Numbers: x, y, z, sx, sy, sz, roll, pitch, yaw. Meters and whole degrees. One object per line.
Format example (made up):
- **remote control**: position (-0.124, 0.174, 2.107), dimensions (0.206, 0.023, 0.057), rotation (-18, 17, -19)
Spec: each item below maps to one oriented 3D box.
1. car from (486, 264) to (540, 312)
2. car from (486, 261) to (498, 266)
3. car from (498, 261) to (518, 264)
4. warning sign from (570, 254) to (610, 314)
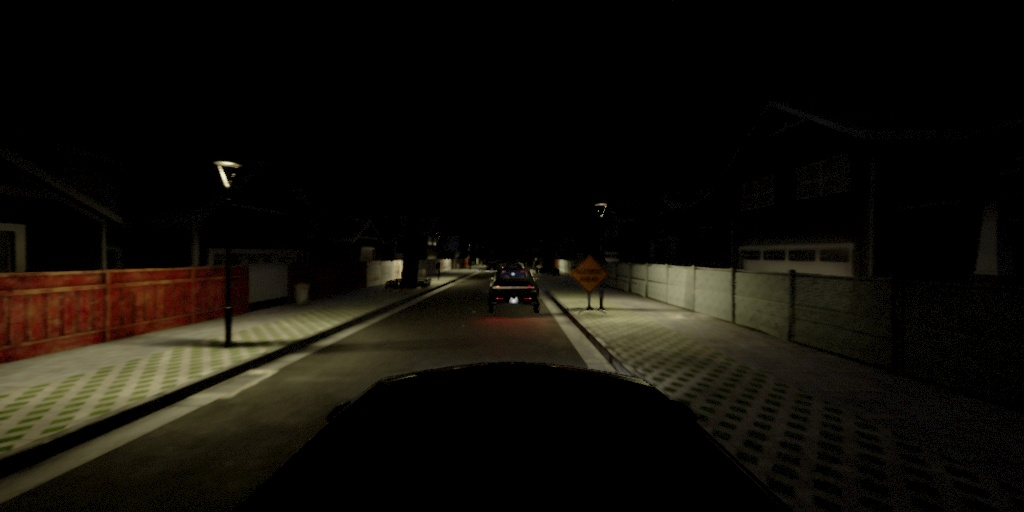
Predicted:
- **car**: position (0.076, 1.258, 14.208), dimensions (2.128, 1.511, 4.902), rotation (0, 0, 0)
- **car**: position (-2.789, 1.383, 52.772), dimensions (2.033, 1.411, 5.357), rotation (0, 0, 0)
- **car**: position (0.089, 1.355, 29.710), dimensions (1.994, 1.385, 4.181), rotation (0, 0, 0)
- **warning sign**: position (2.523, 0.878, 11.727), dimensions (1.300, 1.860, 1.060), rotation (0, 0, 0)
